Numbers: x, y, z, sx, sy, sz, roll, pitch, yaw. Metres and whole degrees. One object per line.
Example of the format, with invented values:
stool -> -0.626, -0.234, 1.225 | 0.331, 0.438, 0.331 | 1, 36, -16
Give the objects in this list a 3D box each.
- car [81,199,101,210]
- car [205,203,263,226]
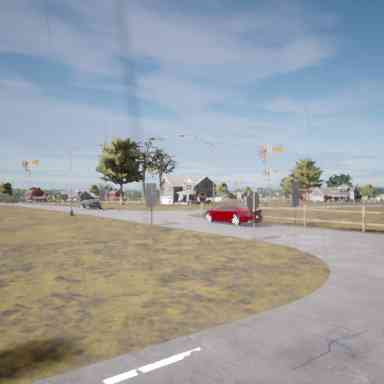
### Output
car -> -14.974, 1.862, 49.260 | 1.837, 1.490, 4.892 | -1, 0, -35
car -> 2.925, 1.557, 24.299 | 1.882, 1.535, 5.008 | -1, 0, -35
